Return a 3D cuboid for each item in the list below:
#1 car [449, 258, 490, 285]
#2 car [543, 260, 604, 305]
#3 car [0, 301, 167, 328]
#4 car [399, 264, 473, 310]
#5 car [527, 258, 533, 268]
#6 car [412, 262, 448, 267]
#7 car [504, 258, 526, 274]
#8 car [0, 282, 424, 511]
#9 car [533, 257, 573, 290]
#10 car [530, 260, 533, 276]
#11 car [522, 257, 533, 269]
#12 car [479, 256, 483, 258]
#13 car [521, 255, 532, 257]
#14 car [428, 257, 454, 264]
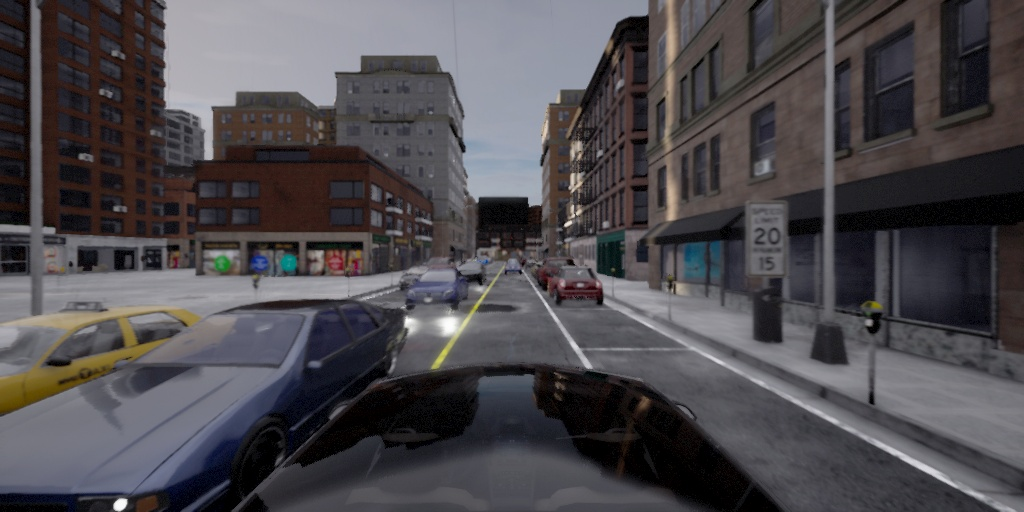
[{"bbox_3d":[-2.831,1.147,25.050,1.882,1.535,5.008,0,0,0],"label":"car"},{"bbox_3d":[2.639,1.141,15.751,1.967,1.591,4.097,0,0,0],"label":"car"},{"bbox_3d":[-5.387,1.266,4.259,1.751,1.417,4.829,0,0,0],"label":"car"},{"bbox_3d":[-2.850,1.231,14.560,1.812,1.442,4.674,0,0,0],"label":"car"},{"bbox_3d":[2.641,1.168,32.907,1.751,1.417,4.829,0,0,0],"label":"car"},{"bbox_3d":[-5.386,1.232,21.415,2.007,1.370,4.403,0,0,0],"label":"car"},{"bbox_3d":[0.109,1.171,38.164,2.033,1.411,5.357,0,0,0],"label":"car"},{"bbox_3d":[-2.848,1.288,4.508,2.033,1.411,5.357,0,0,0],"label":"car"},{"bbox_3d":[2.639,0.996,21.413,2.192,1.841,5.009,0,0,0],"label":"car"},{"bbox_3d":[2.640,1.228,27.075,1.948,1.339,4.313,0,0,0],"label":"car"},{"bbox_3d":[2.642,1.134,49.723,2.007,1.370,4.403,0,0,0],"label":"car"},{"bbox_3d":[-5.383,1.109,49.554,1.751,1.417,4.829,0,0,0],"label":"car"},{"bbox_3d":[2.644,0.860,61.046,2.192,1.841,5.009,0,0,0],"label":"car"},{"bbox_3d":[-5.385,0.976,27.077,2.192,1.841,5.009,0,0,0],"label":"car"}]
